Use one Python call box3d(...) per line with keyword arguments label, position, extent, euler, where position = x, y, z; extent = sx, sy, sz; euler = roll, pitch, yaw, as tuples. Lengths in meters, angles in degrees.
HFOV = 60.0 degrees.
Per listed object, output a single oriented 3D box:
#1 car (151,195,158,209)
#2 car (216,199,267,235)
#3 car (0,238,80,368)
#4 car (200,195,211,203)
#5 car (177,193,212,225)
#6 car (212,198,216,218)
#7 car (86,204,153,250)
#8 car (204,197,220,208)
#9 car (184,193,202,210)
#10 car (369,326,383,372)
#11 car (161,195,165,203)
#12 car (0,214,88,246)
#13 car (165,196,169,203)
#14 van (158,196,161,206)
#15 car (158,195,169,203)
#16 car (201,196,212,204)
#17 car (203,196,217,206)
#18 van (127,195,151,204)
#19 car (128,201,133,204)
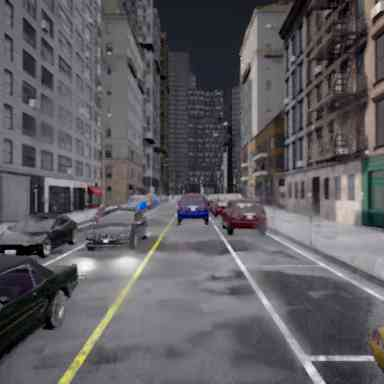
box3d(label="car", position=(-5.759, 1.361, 40.789), extent=(1.967, 1.590, 4.097), euler=(1, 0, 0))
box3d(label="car", position=(2.772, 1.282, 18.351), extent=(2.192, 1.841, 5.009), euler=(1, 0, 0))
box3d(label="car", position=(-3.097, 1.594, 4.127), extent=(1.895, 1.301, 4.718), euler=(0, 0, 1))
box3d(label="car", position=(2.761, 1.397, 68.835), extent=(1.887, 1.381, 4.507), euler=(1, 0, 0))
box3d(label="car", position=(0.083, 1.180, 24.045), extent=(2.150, 2.045, 5.566), euler=(0, 0, 0))
box3d(label="car", position=(2.767, 1.490, 29.570), extent=(1.887, 1.381, 4.507), euler=(1, 0, 0))
box3d(label="car", position=(-3.041, 1.477, 14.275), extent=(1.837, 1.490, 4.892), euler=(0, 1, 1))
box3d(label="car", position=(2.764, 1.474, 46.398), extent=(1.947, 1.339, 4.313), euler=(1, 0, 0))
box3d(label="car", position=(0.086, 1.140, 42.845), extent=(2.150, 2.045, 5.566), euler=(0, 0, 0))
box3d(label="car", position=(2.772, 1.522, 1.694), extent=(1.752, 1.417, 4.829), euler=(1, 0, 0))
box3d(label="car", position=(-5.762, 1.446, 52.007), extent=(2.008, 1.369, 4.403), euler=(1, 0, 0))
box3d(label="car", position=(-5.756, 1.543, 12.742), extent=(1.947, 1.339, 4.313), euler=(1, 0, 0))
box3d(label="car", position=(-5.763, 1.417, 63.226), extent=(2.008, 1.369, 4.403), euler=(1, 0, 0))
box3d(label="van", position=(-5.758, 1.249, 46.397), extent=(1.690, 1.788, 3.998), euler=(1, 0, 0))
box3d(label="car", position=(-5.764, 1.397, 68.835), extent=(1.887, 1.381, 4.507), euler=(1, 0, 0))
box3d(label="car", position=(2.761, 1.448, 63.226), extent=(1.802, 1.307, 4.206), euler=(1, 0, 0))
box3d(label="car", position=(2.764, 1.440, 52.008), extent=(1.887, 1.381, 4.507), euler=(1, 0, 0))
box3d(label="van", position=(-5.757, 1.274, 35.179), extent=(1.690, 1.788, 3.998), euler=(1, 0, 0))
box3d(label="car", position=(-5.758, 1.538, 23.960), extent=(1.802, 1.307, 4.206), euler=(1, 0, 0))
